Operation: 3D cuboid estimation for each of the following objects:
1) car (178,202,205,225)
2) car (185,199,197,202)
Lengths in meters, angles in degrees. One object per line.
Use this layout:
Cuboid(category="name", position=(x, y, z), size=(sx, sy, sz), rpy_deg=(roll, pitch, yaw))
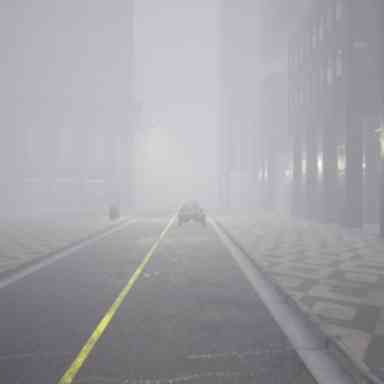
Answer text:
Cuboid(category="car", position=(-0.032, 1.679, 24.915), size=(1.895, 1.301, 4.718), rpy_deg=(0, 0, 0))
Cuboid(category="car", position=(-0.123, 1.625, 41.108), size=(2.128, 1.511, 4.902), rpy_deg=(0, 0, 0))
